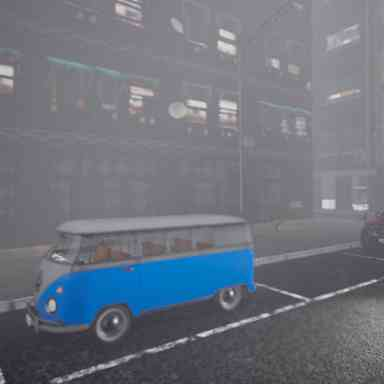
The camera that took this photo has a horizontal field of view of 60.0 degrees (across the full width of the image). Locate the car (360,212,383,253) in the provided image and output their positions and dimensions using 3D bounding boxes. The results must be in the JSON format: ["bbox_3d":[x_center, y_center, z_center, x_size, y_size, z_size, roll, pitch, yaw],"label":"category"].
[{"bbox_3d":[8.440,1.304,12.588,5.009,1.841,2.192,0,-1,-36],"label":"car"}]

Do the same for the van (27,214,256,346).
[{"bbox_3d":[-0.666,1.339,6.060,3.998,1.788,1.690,0,-1,-36],"label":"van"}]
